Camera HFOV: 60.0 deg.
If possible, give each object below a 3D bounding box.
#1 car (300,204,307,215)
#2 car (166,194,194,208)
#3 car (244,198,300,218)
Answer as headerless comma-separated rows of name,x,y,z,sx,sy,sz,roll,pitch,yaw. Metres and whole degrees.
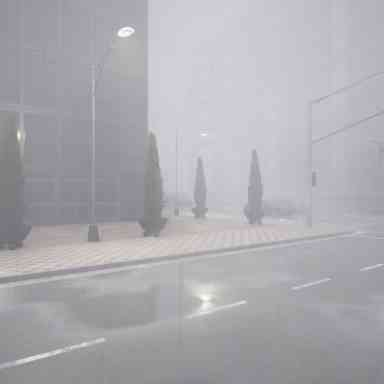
car,9.505,1.409,33.470,2.097,1.767,4.553,0,0,-36
car,-1.975,1.277,49.223,2.150,2.045,5.566,0,0,-36
car,7.063,1.533,30.876,1.882,1.535,5.008,0,0,-36
